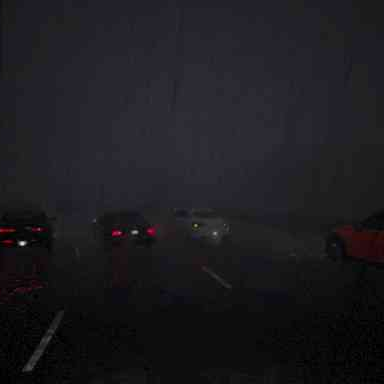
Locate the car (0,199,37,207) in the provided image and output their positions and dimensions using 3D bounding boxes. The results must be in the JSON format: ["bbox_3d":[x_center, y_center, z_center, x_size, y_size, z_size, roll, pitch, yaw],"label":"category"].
[{"bbox_3d":[-15.377,1.337,29.475,5.008,1.535,1.882,0,0,37],"label":"car"}]

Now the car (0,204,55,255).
[{"bbox_3d":[-6.586,1.439,13.261,1.837,1.490,4.892,0,0,-23],"label":"car"}]

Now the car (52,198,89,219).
[{"bbox_3d":[-11.455,1.315,30.809,5.008,1.535,1.882,0,0,41],"label":"car"}]

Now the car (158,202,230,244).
[{"bbox_3d":[0.082,1.424,15.331,1.812,1.442,4.674,0,0,-22],"label":"car"}]

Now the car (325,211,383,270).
[{"bbox_3d":[5.693,1.271,9.072,2.097,1.767,4.553,0,0,-11],"label":"car"}]

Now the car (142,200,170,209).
[{"bbox_3d":[-2.779,1.379,27.016,2.033,1.411,5.357,0,0,-38],"label":"car"}]

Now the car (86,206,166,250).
[{"bbox_3d":[-3.013,1.465,14.047,2.033,1.411,5.357,0,0,-23],"label":"car"}]
